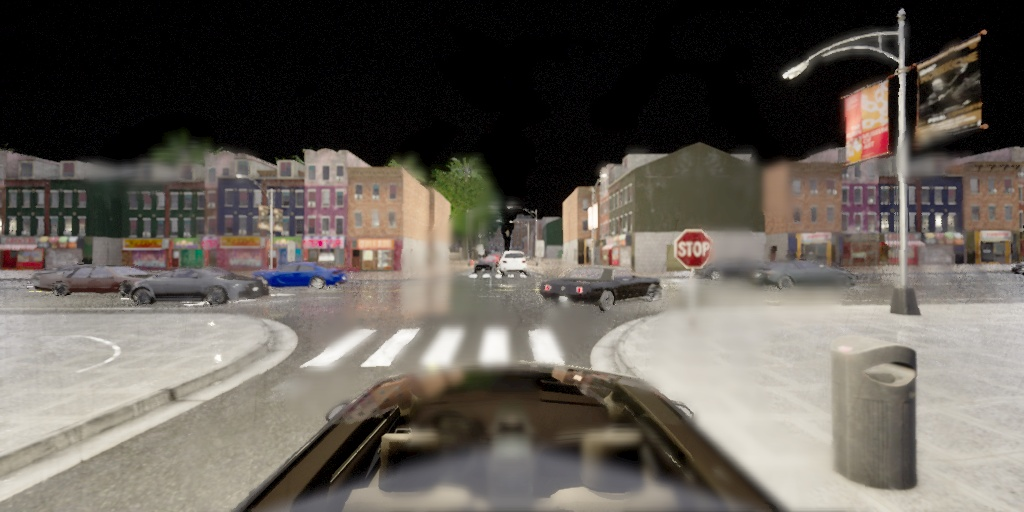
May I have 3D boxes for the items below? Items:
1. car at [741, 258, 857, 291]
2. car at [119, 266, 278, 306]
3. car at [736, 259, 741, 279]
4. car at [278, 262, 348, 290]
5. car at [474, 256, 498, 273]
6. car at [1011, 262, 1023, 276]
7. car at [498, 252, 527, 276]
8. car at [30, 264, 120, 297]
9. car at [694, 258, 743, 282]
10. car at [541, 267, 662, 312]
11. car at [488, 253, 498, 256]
[{"bbox_3d":[13.942,0.914,17.352,4.181,1.385,1.994,-1,-1,-1],"label":"car"},{"bbox_3d":[-11.852,1.133,13.812,4.181,1.385,1.994,0,-1,-1],"label":"car"},{"bbox_3d":[16.128,0.962,20.825,4.718,1.301,1.895,-1,-1,-1],"label":"car"},{"bbox_3d":[-12.076,1.126,20.505,5.008,1.535,1.882,0,-1,-1],"label":"car"},{"bbox_3d":[-2.666,0.964,36.057,1.895,1.301,4.718,0,1,2],"label":"car"},{"bbox_3d":[37.055,0.624,24.290,4.674,1.442,1.812,-1,-1,-1],"label":"car"},{"bbox_3d":[0.113,0.626,32.109,2.150,2.045,5.566,-1,1,-2],"label":"car"},{"bbox_3d":[-18.946,1.164,16.984,5.357,1.411,2.033,0,-1,-1],"label":"car"},{"bbox_3d":[14.661,0.921,24.062,4.892,1.490,1.837,-1,-1,-1],"label":"car"},{"bbox_3d":[3.238,1.022,12.219,4.718,1.301,1.895,0,-1,-42],"label":"car"},{"bbox_3d":[-2.632,0.720,46.429,1.882,1.535,5.008,0,1,0],"label":"car"}]
